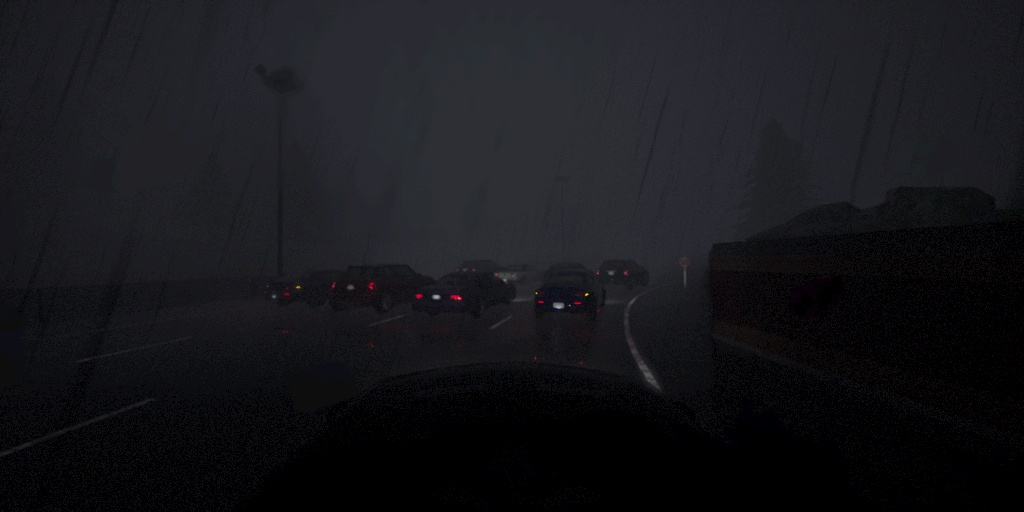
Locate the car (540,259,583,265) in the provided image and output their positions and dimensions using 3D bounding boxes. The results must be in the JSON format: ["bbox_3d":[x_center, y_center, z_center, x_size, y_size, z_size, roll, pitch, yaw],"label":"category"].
[{"bbox_3d":[3.836,1.147,23.464,1.837,1.490,4.892,-1,1,34],"label":"car"}]

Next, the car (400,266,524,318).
[{"bbox_3d":[-1.421,1.238,12.833,2.033,1.411,5.357,0,0,18],"label":"car"}]

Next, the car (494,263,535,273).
[{"bbox_3d":[0.816,1.269,25.261,1.895,1.301,4.718,-1,0,34],"label":"car"}]

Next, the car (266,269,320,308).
[{"bbox_3d":[-7.942,1.271,15.340,1.812,1.442,4.674,-1,0,19],"label":"car"}]

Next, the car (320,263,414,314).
[{"bbox_3d":[-4.718,1.068,13.988,2.097,1.767,4.553,0,0,18],"label":"car"}]

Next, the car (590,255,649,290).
[{"bbox_3d":[6.610,0.964,21.333,2.097,1.767,4.553,0,0,34],"label":"car"}]

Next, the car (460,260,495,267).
[{"bbox_3d":[-2.106,1.047,27.186,2.097,1.767,4.553,-1,0,34],"label":"car"}]

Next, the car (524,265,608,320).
[{"bbox_3d":[2.044,1.185,12.096,1.812,1.442,4.674,-1,0,19],"label":"car"}]
